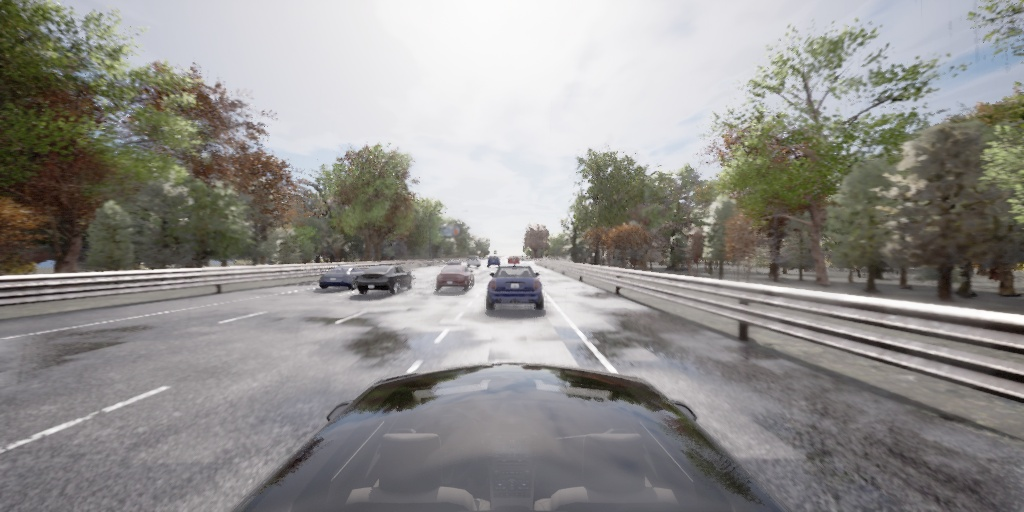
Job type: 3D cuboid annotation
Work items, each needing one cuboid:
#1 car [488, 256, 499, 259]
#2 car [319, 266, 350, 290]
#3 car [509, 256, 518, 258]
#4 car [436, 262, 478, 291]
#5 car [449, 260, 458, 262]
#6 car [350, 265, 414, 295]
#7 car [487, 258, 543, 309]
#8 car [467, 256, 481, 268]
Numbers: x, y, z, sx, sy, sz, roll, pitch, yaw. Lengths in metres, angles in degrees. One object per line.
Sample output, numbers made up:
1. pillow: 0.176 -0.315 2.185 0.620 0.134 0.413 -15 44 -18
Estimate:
1. car: -3.231 0.985 64.614 2.150 2.045 5.566 0 0 0
2. car: -10.368 1.312 22.787 1.994 1.385 4.181 0 0 0
3. car: 0.268 0.986 64.737 2.150 2.045 5.566 0 0 0
4. car: -3.371 1.276 21.771 1.812 1.442 4.674 0 0 0
5. car: -10.236 1.360 63.478 1.895 1.301 4.718 0 0 0
6. car: -6.876 1.253 19.941 1.837 1.490 4.892 0 0 0
7. car: 0.112 1.102 15.077 2.097 1.767 4.553 0 0 0
8. car: -6.734 0.984 63.967 2.150 2.045 5.566 0 0 0
